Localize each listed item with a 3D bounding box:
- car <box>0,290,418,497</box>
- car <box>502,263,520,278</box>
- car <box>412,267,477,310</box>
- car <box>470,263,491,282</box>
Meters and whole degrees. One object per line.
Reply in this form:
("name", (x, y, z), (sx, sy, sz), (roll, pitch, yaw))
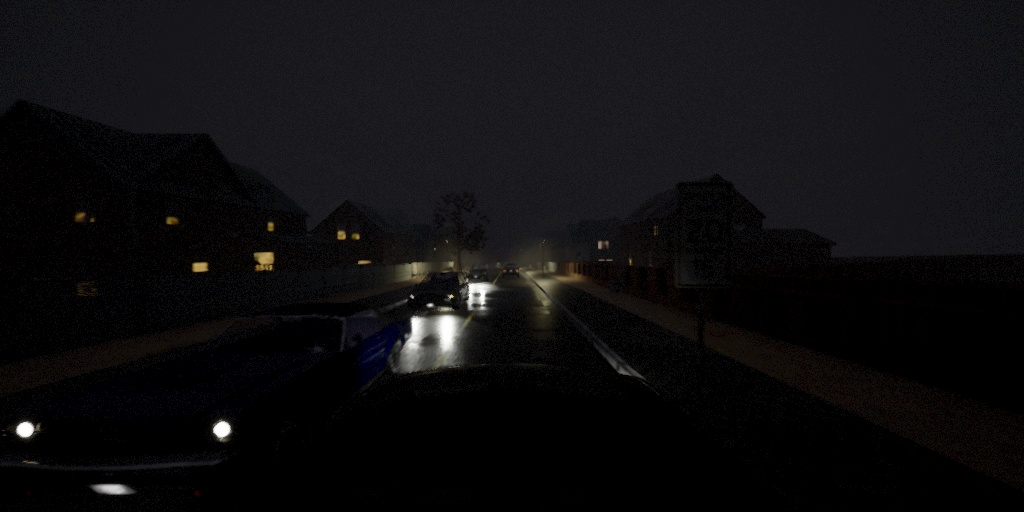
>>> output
("car", (-2.857, 1.365, 4.770), (1.895, 1.301, 4.718), (0, 0, 0))
("car", (-0.098, 1.519, 37.543), (2.033, 1.411, 5.357), (0, -1, 0))
("car", (-2.884, 1.360, 15.302), (2.033, 1.411, 5.357), (0, 0, 0))
("car", (-2.909, 1.411, 31.481), (2.128, 1.511, 4.902), (0, 0, 0))
